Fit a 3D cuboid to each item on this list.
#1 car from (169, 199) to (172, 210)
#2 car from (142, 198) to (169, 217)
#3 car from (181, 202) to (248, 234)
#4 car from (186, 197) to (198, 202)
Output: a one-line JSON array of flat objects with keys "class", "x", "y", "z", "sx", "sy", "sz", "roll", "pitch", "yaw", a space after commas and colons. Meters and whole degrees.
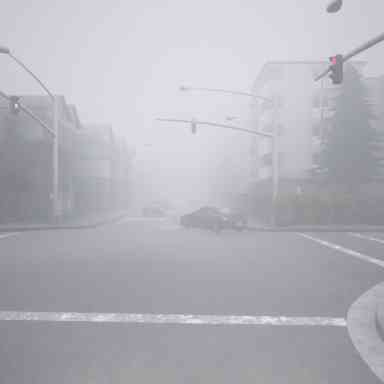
[{"class": "car", "x": -3.573, "y": 1.505, "z": 41.822, "sx": 1.837, "sy": 1.490, "sz": 4.892, "roll": 0, "pitch": 0, "yaw": 1}, {"class": "car", "x": -3.579, "y": 1.505, "z": 31.734, "sx": 1.837, "sy": 1.490, "sz": 4.892, "roll": 0, "pitch": 0, "yaw": 0}, {"class": "car", "x": 1.163, "y": 1.507, "z": 19.025, "sx": 1.812, "sy": 1.442, "sz": 4.674, "roll": -1, "pitch": 0, "yaw": -35}, {"class": "car", "x": 0.008, "y": 1.547, "z": 53.495, "sx": 2.033, "sy": 1.411, "sz": 5.357, "roll": 0, "pitch": 0, "yaw": 0}]
